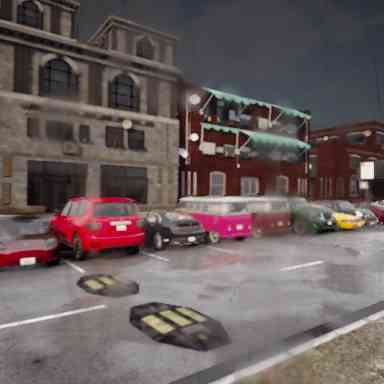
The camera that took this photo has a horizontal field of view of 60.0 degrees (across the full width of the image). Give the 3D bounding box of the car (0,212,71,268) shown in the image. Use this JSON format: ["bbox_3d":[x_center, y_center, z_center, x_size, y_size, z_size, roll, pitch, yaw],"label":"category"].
[{"bbox_3d":[-5.922,1.514,11.171,2.163,1.488,4.792,0,0,-35],"label":"car"}]

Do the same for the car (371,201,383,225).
[{"bbox_3d":[9.828,1.346,22.376,2.185,1.767,4.553,0,0,-35],"label":"car"}]

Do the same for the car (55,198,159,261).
[{"bbox_3d":[-3.786,1.236,12.746,2.435,2.045,5.566,0,0,-35],"label":"car"}]

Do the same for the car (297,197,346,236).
[{"bbox_3d":[5.425,1.232,19.181,2.435,2.045,5.566,0,0,-35],"label":"car"}]

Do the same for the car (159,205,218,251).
[{"bbox_3d":[-1.395,1.491,14.389,2.231,1.521,4.892,0,0,-35],"label":"car"}]

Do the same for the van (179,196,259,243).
[{"bbox_3d":[0.806,1.264,16.096,1.878,1.987,4.442,0,0,-35],"label":"van"}]

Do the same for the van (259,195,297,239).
[{"bbox_3d":[2.974,1.262,17.626,1.878,1.987,4.442,0,0,-35],"label":"van"}]

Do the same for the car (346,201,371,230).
[{"bbox_3d":[7.786,1.476,20.664,1.946,1.575,5.366,0,0,-35],"label":"car"}]
